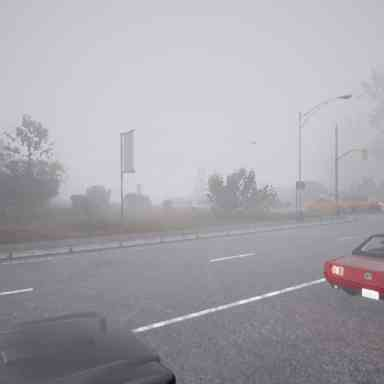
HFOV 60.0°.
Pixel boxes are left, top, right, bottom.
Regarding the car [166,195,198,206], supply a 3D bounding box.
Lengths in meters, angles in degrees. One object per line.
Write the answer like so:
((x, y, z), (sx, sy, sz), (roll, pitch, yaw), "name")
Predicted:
((-1.589, 1.368, 50.706), (1.994, 1.385, 4.181), (-1, 0, -39), "car")

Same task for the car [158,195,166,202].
((-3.515, 1.379, 58.730), (1.895, 1.301, 4.718), (-1, 0, -38), "car")

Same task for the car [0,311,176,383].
((-2.376, 1.602, 2.041), (4.718, 1.301, 1.895), (0, 0, -36), "car")

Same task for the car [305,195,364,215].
((13.190, 1.274, 31.629), (1.882, 1.535, 5.008), (-1, 0, -33), "car")

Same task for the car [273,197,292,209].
((10.247, 1.120, 41.576), (2.097, 1.767, 4.553), (-1, 0, -39), "car")

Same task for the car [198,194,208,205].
((2.851, 1.125, 50.780), (2.097, 1.767, 4.553), (-1, 0, -39), "car")

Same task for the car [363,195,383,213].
((17.119, 1.114, 33.039), (2.097, 1.767, 4.553), (-1, 0, -39), "car")

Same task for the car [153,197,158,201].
((-6.684, 1.320, 74.005), (1.895, 1.301, 4.718), (-1, 0, -38), "car")

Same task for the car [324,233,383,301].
((5.072, 1.568, 7.378), (4.718, 1.301, 1.895), (0, 0, -36), "car")

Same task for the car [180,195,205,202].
((0.046, 1.267, 65.737), (2.033, 1.411, 5.357), (-1, 0, -38), "car")
